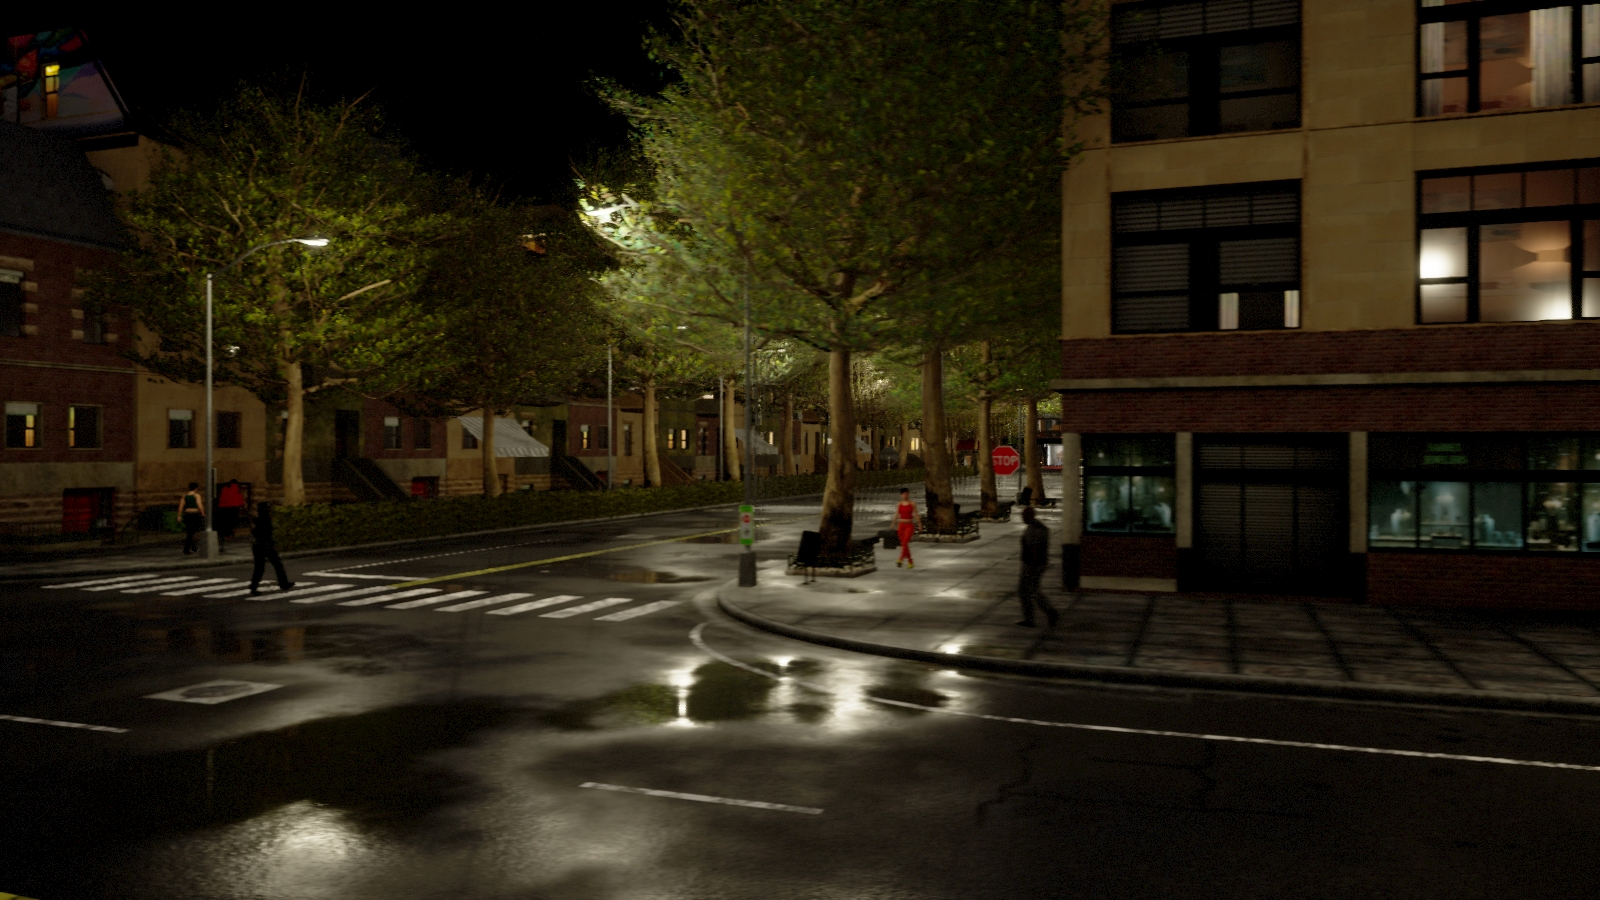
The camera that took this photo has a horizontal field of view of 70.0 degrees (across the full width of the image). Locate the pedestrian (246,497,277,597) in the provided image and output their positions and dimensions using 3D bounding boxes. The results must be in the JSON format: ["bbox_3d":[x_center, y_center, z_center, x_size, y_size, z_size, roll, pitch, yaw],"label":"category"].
[{"bbox_3d":[-10.274,1.841,21.810,0.375,1.860,0.375,0,0,22],"label":"pedestrian"}]

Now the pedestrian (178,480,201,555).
[{"bbox_3d":[-15.294,1.686,28.623,0.375,1.860,0.375,0,0,2],"label":"pedestrian"}]

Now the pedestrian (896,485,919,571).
[{"bbox_3d":[2.355,1.693,24.979,0.375,1.860,0.375,0,0,29],"label":"pedestrian"}]

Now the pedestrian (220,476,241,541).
[{"bbox_3d":[-16.550,1.684,33.203,0.375,1.860,0.375,0,0,13],"label":"pedestrian"}]

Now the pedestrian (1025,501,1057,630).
[{"bbox_3d":[3.565,1.695,16.879,0.375,1.860,0.375,0,0,28],"label":"pedestrian"}]
